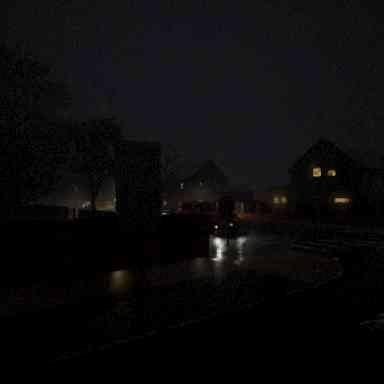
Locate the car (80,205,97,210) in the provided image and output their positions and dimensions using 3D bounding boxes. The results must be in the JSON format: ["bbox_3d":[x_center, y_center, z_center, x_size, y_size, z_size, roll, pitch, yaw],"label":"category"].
[{"bbox_3d":[-16.088,2.650,51.169,1.994,1.385,4.181,-1,-1,-30],"label":"car"}]

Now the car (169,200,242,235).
[{"bbox_3d":[0.916,1.596,21.963,2.150,2.045,5.566,-1,0,-30],"label":"car"}]

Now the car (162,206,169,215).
[{"bbox_3d":[-2.085,2.089,32.682,1.837,1.490,4.892,-1,-1,-30],"label":"car"}]
